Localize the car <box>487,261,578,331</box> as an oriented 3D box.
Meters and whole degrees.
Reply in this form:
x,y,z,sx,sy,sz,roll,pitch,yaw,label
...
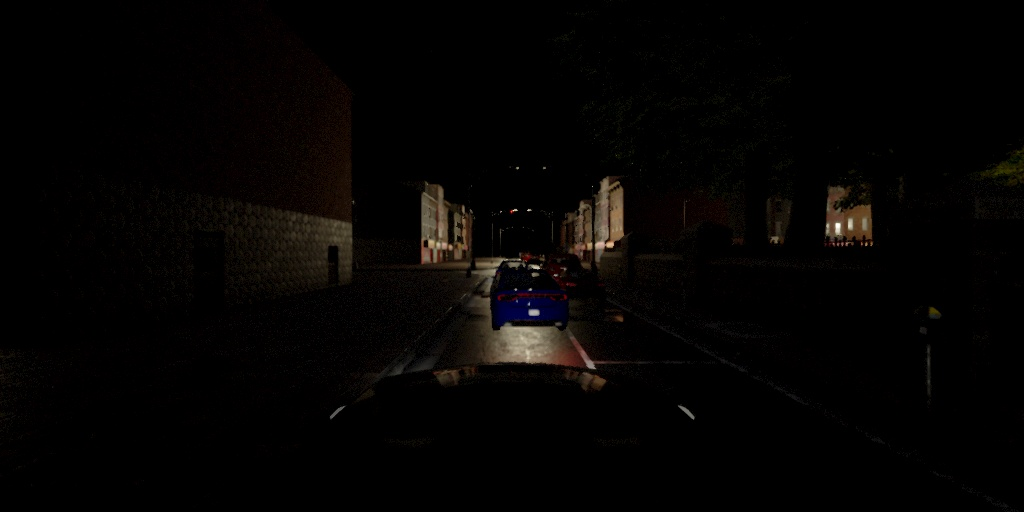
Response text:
x,y,z,sx,sy,sz,roll,pitch,yaw,label
0.321,1.085,10.491,1.882,1.535,5.008,0,1,-4,car

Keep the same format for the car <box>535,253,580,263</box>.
x,y,z,sx,sy,sz,roll,pitch,yaw,label
2.679,0.770,20.181,2.192,1.841,5.009,0,0,0,car

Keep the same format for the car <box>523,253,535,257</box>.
x,y,z,sx,sy,sz,roll,pitch,yaw,label
2.738,0.611,46.607,1.888,1.381,4.507,0,0,0,car

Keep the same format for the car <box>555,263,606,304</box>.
x,y,z,sx,sy,sz,roll,pitch,yaw,label
2.667,1.122,14.733,1.802,1.307,4.207,0,0,0,car

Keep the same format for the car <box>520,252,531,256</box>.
x,y,z,sx,sy,sz,roll,pitch,yaw,label
2.774,0.387,62.917,1.888,1.381,4.507,0,0,0,car

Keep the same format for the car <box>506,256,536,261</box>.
x,y,z,sx,sy,sz,roll,pitch,yaw,label
0.109,0.948,19.219,1.882,1.535,5.008,0,1,1,car
